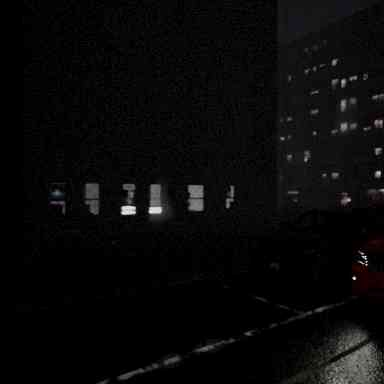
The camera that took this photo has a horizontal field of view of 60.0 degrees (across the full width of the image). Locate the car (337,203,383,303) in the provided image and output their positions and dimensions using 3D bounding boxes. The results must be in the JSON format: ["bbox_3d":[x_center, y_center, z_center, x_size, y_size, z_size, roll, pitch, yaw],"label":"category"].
[{"bbox_3d":[5.754,1.250,7.173,5.566,2.045,2.150,0,0,-35],"label":"car"}]

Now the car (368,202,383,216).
[{"bbox_3d":[20.944,1.758,34.320,1.812,1.442,4.674,0,-1,-36],"label":"car"}]

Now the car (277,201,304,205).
[{"bbox_3d":[13.016,1.885,40.993,1.967,1.590,4.097,-1,0,-36],"label":"car"}]

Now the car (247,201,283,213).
[{"bbox_3d":[9.906,2.043,45.351,1.752,1.417,4.829,-1,0,-36],"label":"car"}]

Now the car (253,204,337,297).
[{"bbox_3d":[3.893,1.342,8.876,5.009,1.841,2.192,0,0,-35],"label":"car"}]

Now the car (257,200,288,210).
[{"bbox_3d":[13.111,2.139,54.426,1.752,1.417,4.829,-1,0,-36],"label":"car"}]

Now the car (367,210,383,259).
[{"bbox_3d":[8.410,1.485,12.096,4.097,1.590,1.967,0,0,-35],"label":"car"}]
